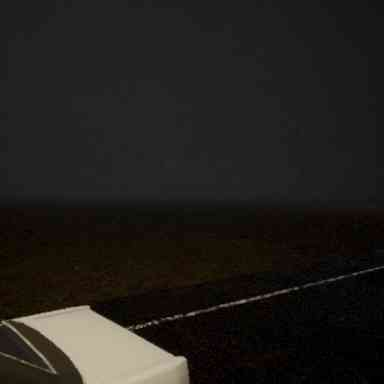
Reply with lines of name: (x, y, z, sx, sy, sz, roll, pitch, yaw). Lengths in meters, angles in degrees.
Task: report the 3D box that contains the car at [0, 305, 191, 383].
car: (-2.292, 1.553, 1.740, 4.718, 1.301, 1.895, 0, 1, -44)
